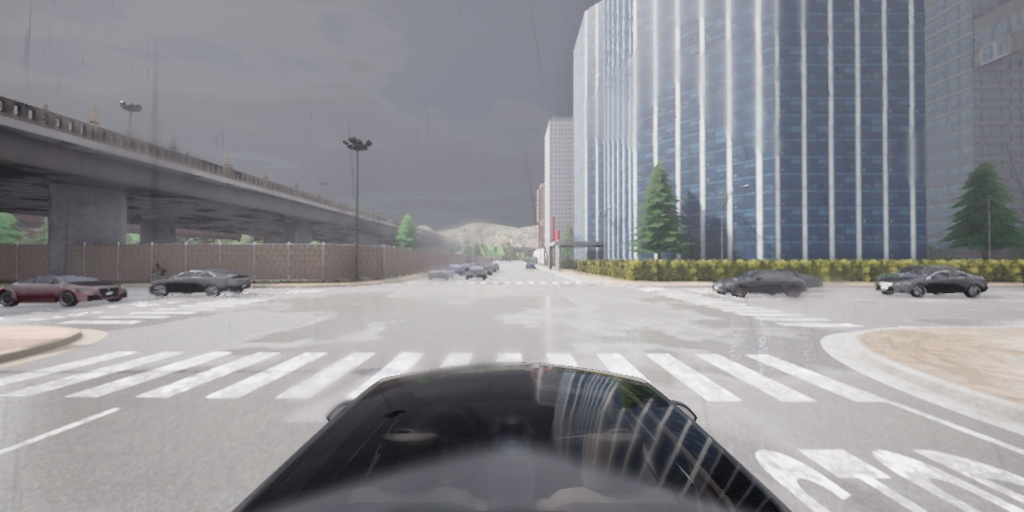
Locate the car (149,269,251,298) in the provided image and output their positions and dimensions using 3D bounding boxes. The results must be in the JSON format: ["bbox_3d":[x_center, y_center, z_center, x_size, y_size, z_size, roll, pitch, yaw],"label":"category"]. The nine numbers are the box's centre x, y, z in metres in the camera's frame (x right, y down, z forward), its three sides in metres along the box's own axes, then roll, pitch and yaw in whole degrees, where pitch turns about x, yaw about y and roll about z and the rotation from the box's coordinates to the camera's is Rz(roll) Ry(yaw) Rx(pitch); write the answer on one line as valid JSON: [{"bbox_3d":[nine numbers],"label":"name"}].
[{"bbox_3d":[-17.322,1.484,20.001,4.902,1.511,2.128,0,-1,2],"label":"car"}]

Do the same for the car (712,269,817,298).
[{"bbox_3d":[13.649,1.520,19.876,4.674,1.442,1.812,0,-1,0],"label":"car"}]

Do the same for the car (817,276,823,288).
[{"bbox_3d":[17.026,1.579,23.370,5.357,1.411,2.033,0,-1,0],"label":"car"}]

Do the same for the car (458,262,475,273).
[{"bbox_3d":[-6.851,1.772,54.511,1.882,1.535,5.008,0,-1,1],"label":"car"}]

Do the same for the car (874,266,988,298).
[{"bbox_3d":[23.062,1.487,19.838,4.902,1.511,2.128,0,-1,0],"label":"car"}]

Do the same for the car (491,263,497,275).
[{"bbox_3d":[-3.421,1.749,45.495,2.033,1.411,5.357,0,-1,0],"label":"car"}]

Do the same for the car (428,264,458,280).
[{"bbox_3d":[-6.963,1.699,35.567,1.895,1.301,4.718,0,-1,0],"label":"car"}]

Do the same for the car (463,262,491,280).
[{"bbox_3d":[-3.461,1.628,35.904,1.812,1.442,4.674,0,-1,0],"label":"car"}]

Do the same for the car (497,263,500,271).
[{"bbox_3d":[-3.342,1.794,55.290,2.128,1.511,4.902,0,-1,1],"label":"car"}]

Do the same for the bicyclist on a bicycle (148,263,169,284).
[{"bbox_3d":[-26.952,1.368,27.392,0.582,1.620,1.656,0,0,0],"label":"bicyclist on a bicycle"}]

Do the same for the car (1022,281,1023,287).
[{"bbox_3d":[36.420,1.537,23.235,4.892,1.490,1.837,0,-1,1],"label":"car"}]

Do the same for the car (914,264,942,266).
[{"bbox_3d":[26.517,1.384,23.315,4.553,1.767,2.097,0,-1,0],"label":"car"}]

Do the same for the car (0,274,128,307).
[{"bbox_3d":[-20.356,1.518,16.371,4.181,1.385,1.994,0,-1,0],"label":"car"}]

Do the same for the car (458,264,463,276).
[{"bbox_3d":[-6.922,1.719,44.729,1.812,1.442,4.674,0,-1,0],"label":"car"}]
